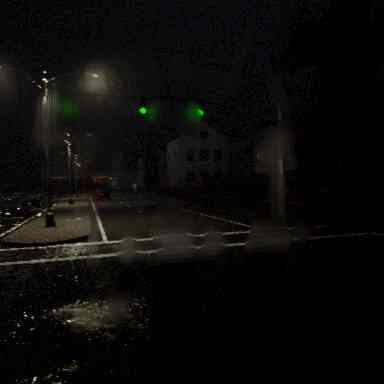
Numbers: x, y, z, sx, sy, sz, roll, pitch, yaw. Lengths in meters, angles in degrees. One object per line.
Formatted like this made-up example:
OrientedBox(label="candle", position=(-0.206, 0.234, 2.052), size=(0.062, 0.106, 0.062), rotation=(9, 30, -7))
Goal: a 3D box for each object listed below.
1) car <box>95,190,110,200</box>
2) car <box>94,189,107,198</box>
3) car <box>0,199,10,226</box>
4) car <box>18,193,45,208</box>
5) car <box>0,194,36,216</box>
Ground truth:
OrientedBox(label="car", position=(-13.709, 0.478, 51.449), size=(1.837, 1.490, 4.892), rotation=(-2, 2, -18))
OrientedBox(label="car", position=(-16.863, 0.292, 61.028), size=(2.128, 1.511, 4.902), rotation=(-2, 2, -18))
OrientedBox(label="car", position=(-11.737, 1.361, 18.166), size=(2.033, 1.411, 5.357), rotation=(-2, 2, -19))
OrientedBox(label="car", position=(-17.790, 0.940, 37.308), size=(1.882, 1.535, 5.008), rotation=(-2, 2, -18))
OrientedBox(label="car", position=(-14.760, 1.184, 27.774), size=(2.033, 1.411, 5.357), rotation=(-2, 2, -17))
